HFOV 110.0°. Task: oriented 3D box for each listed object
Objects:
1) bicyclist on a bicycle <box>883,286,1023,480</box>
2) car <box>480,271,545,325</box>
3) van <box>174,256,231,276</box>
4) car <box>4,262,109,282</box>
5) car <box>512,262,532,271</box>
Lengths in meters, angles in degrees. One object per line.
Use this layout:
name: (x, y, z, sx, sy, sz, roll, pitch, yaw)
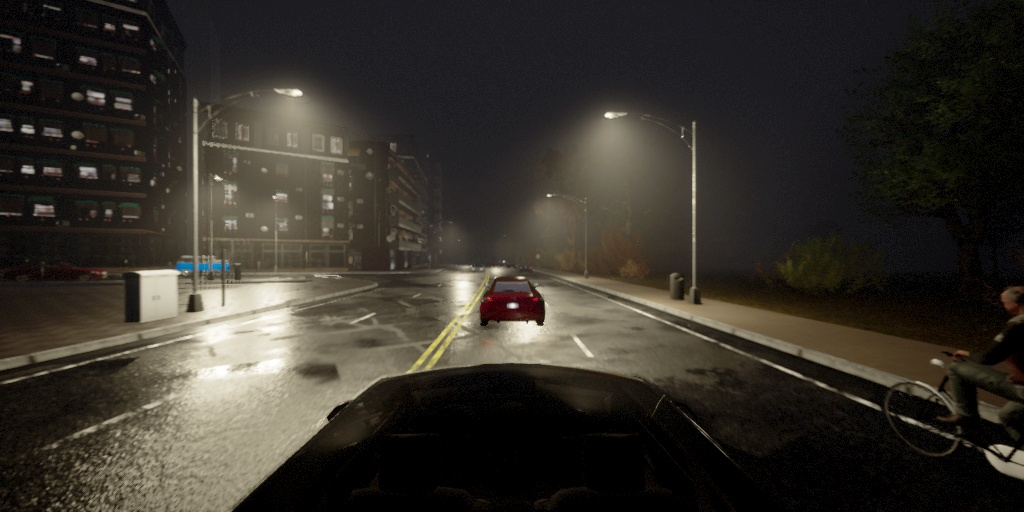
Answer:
bicyclist on a bicycle: (4.125, 1.128, 3.084, 0.659, 1.776, 1.843, 0, 0, 0)
car: (-0.010, 1.389, 12.120, 1.994, 1.385, 4.181, 0, 0, -1)
van: (-28.463, 0.892, 33.114, 3.998, 1.789, 1.690, 0, 0, -31)
car: (-29.008, 1.038, 22.974, 4.207, 1.307, 1.802, 0, 0, -31)
car: (1.636, 1.630, 49.630, 2.033, 1.411, 5.357, 0, 0, -4)
